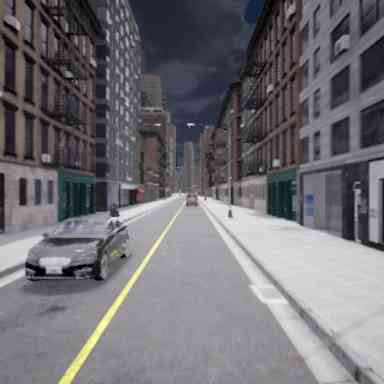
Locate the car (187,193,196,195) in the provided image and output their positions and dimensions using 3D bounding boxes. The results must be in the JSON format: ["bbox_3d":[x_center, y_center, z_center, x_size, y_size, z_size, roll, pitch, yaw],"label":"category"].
[{"bbox_3d":[-0.021,1.229,63.247,2.150,2.045,5.566,0,0,0],"label":"car"}]

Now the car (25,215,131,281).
[{"bbox_3d":[-3.085,1.490,9.891,2.128,1.511,4.902,0,0,0],"label":"car"}]

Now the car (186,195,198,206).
[{"bbox_3d":[-0.018,1.542,52.801,2.033,1.411,5.357,0,0,0],"label":"car"}]
